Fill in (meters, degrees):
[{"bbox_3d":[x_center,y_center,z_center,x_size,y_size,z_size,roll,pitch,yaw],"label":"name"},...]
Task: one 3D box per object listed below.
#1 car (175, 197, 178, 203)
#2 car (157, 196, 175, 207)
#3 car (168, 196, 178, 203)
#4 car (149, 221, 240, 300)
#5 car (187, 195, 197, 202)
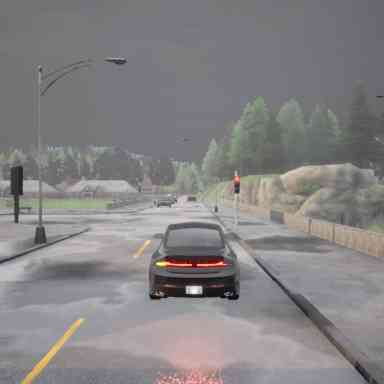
[{"bbox_3d":[-4.100,1.505,59.755,1.837,1.490,4.892,0,0,0],"label":"car"},{"bbox_3d":[-4.114,1.564,49.740,1.994,1.385,4.181,0,0,0],"label":"car"},{"bbox_3d":[-4.026,1.595,69.937,1.895,1.301,4.718,0,0,0],"label":"car"},{"bbox_3d":[0.058,1.505,8.375,1.837,1.490,4.892,0,0,0],"label":"car"},{"bbox_3d":[-0.027,1.324,70.993,1.882,1.535,5.008,0,0,0],"label":"car"}]
